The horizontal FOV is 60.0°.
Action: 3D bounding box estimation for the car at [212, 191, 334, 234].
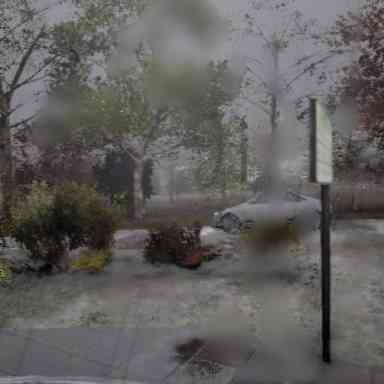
[{"bbox_3d":[2.795,0.661,11.939,4.181,1.385,1.994,-5,-1,20],"label":"car"}]
